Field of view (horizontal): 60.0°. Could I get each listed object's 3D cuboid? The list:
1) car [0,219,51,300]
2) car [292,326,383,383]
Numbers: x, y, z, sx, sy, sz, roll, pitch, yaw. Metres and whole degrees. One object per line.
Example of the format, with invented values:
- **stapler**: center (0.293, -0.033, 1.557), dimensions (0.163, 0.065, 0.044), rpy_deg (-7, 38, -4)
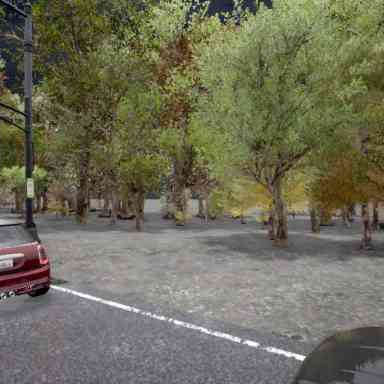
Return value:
- **car**: center (-5.195, 1.350, 7.379), dimensions (4.553, 1.767, 2.097), rpy_deg (0, 1, 35)
- **car**: center (2.944, 1.497, 1.588), dimensions (4.892, 1.490, 1.837), rpy_deg (0, 1, 36)
